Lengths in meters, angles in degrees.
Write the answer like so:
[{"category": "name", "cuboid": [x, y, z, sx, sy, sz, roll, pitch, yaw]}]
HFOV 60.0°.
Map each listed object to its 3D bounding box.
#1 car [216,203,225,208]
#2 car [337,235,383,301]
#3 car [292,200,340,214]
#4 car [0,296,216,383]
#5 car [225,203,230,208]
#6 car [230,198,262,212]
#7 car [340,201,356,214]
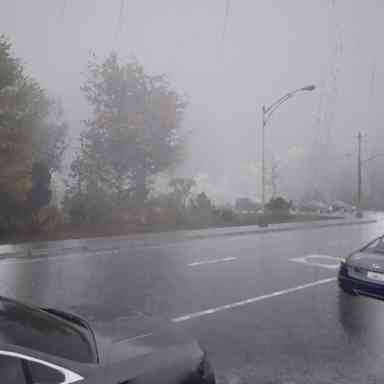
[{"category": "car", "cuboid": [2.792, 2.480, 54.602, 2.097, 1.767, 4.553, 0, -3, -32]}, {"category": "car", "cuboid": [5.170, 1.575, 7.443, 4.181, 1.385, 1.994, 0, 0, -34]}, {"category": "car", "cuboid": [13.534, 1.741, 37.550, 2.128, 1.511, 4.902, 0, -2, -32]}, {"category": "car", "cuboid": [-2.033, 1.505, 2.297, 4.892, 1.490, 1.837, 0, 0, -36]}, {"category": "car", "cuboid": [6.445, 2.564, 55.367, 2.128, 1.511, 4.902, 0, -3, -32]}, {"category": "car", "cuboid": [8.235, 1.831, 45.953, 2.150, 2.045, 5.566, 0, -3, -32]}, {"category": "car", "cuboid": [16.713, 1.741, 39.052, 2.128, 1.511, 4.902, 0, -2, -34]}]
